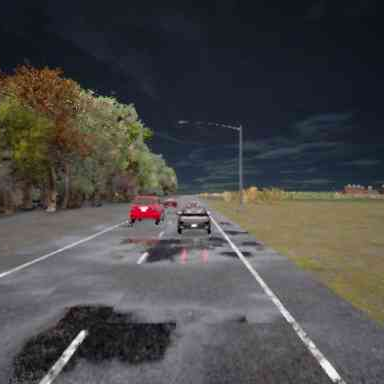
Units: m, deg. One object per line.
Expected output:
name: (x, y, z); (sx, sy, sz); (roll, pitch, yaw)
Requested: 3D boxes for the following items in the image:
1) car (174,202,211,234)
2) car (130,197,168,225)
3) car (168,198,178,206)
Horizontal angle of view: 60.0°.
car: (0.135, 1.601, 20.234); (2.128, 1.511, 4.902); (0, 0, 0)
car: (-3.356, 1.358, 25.785); (2.150, 2.045, 5.566); (0, 0, 0)
car: (-3.312, 1.750, 53.751); (1.882, 1.535, 5.008); (0, 0, 0)
